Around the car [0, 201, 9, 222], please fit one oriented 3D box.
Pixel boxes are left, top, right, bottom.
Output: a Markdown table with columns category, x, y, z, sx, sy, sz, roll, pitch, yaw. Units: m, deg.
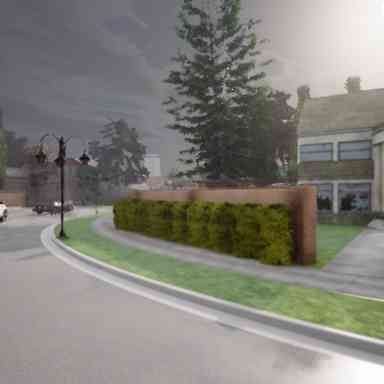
| category | x | y | z | sx | sy | sz | roll | pitch | yaw |
| --- | --- | --- | --- | --- | --- | --- | --- | --- | --- |
| car | -14.888 | 1.251 | 23.417 | 2.150 | 2.045 | 5.566 | 0 | 0 | -11 |

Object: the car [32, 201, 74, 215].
| category | x | y | z | sx | sy | sz | roll | pitch | yaw |
| --- | --- | --- | --- | --- | --- | --- | --- | --- | --- |
| car | -15.031 | 1.672 | 36.189 | 2.033 | 1.411 | 5.357 | 0 | -1 | 10 |
